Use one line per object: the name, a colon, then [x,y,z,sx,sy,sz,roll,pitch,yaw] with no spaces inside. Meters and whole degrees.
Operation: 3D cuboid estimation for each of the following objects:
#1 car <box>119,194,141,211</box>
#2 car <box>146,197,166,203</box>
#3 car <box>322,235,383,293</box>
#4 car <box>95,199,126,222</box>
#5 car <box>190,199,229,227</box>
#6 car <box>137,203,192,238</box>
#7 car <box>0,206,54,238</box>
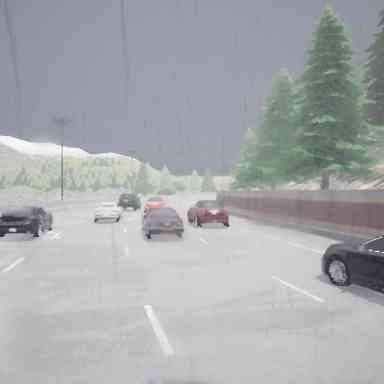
car: [-7.684,1.218,41.246,2.150,2.045,5.566,0,0,-1]
car: [-3.995,1.350,36.737,2.097,1.767,4.553,0,0,-4]
car: [4.736,1.503,6.729,1.837,1.490,4.892,0,0,-17]
car: [-6.538,1.524,26.367,1.812,1.442,4.674,0,0,-8]
car: [1.025,1.349,22.969,2.097,1.767,4.553,0,0,-10]
car: [-1.650,1.546,17.799,2.033,1.411,5.357,0,0,-11]
car: [-8.696,1.503,17.635,1.837,1.490,4.892,0,0,-11]
